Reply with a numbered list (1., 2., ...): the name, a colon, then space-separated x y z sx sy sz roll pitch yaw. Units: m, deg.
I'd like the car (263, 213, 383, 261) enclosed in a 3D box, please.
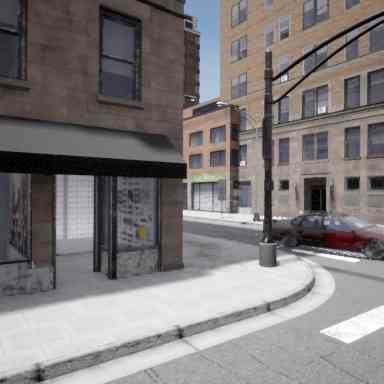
1. car: 5.348 1.506 12.489 2.033 1.411 5.357 0 0 -45
